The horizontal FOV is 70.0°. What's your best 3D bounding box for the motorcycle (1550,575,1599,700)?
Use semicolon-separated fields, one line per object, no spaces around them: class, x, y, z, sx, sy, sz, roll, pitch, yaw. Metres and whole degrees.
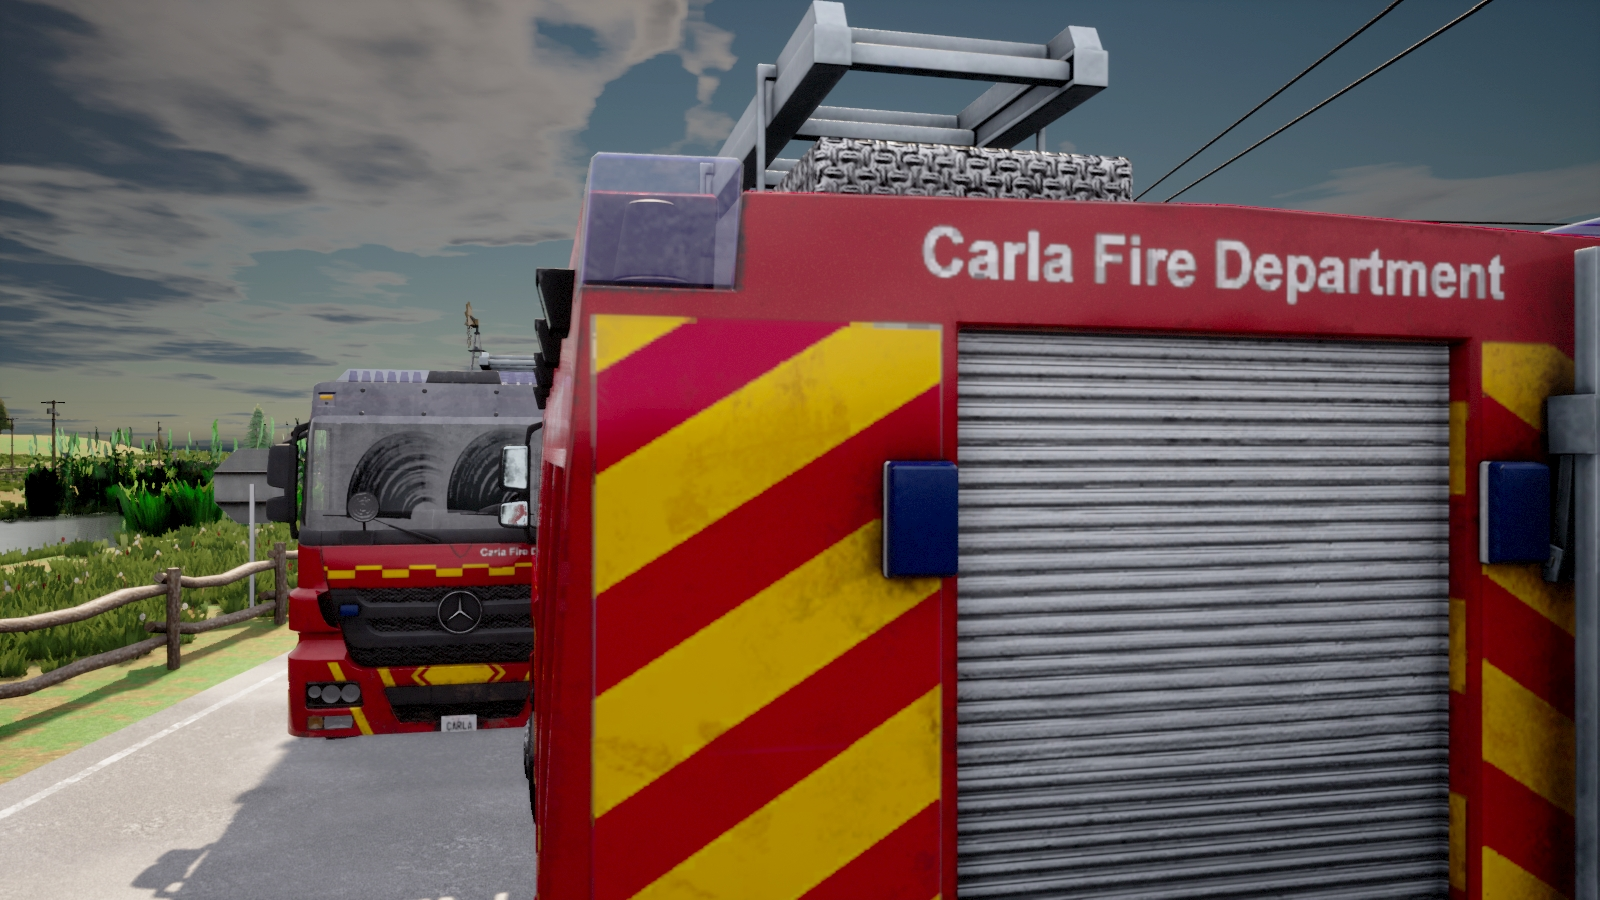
motorcycle;9.817;2.142;13.186;1.805;1.316;0.856;0;0;-7

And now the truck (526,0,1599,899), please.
truck;-0.142;0.866;6.872;2.891;3.827;8.468;0;0;-13

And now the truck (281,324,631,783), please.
truck;-3.884;0.862;13.978;2.891;3.827;8.468;0;0;-13
